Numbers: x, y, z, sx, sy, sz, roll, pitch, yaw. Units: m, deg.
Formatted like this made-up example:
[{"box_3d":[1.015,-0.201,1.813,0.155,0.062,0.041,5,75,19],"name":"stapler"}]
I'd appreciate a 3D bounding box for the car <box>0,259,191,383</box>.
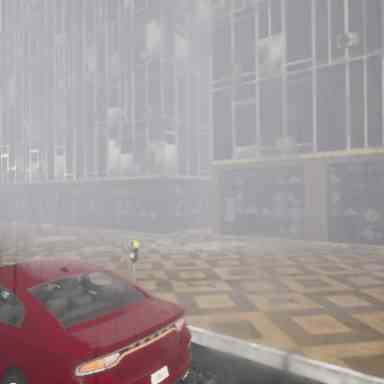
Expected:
[{"box_3d":[-2.117,1.589,4.385,4.507,1.381,1.887,-1,-1,35],"name":"car"}]
